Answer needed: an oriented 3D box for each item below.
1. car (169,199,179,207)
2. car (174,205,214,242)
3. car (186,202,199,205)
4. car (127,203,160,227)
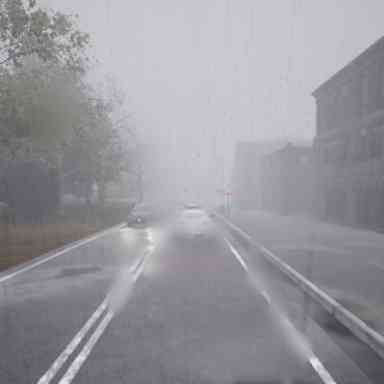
[{"bbox_3d":[-3.455,2.147,65.044,2.033,1.411,5.357,0,-1,0],"label":"car"},{"bbox_3d":[0.089,1.570,16.604,1.812,1.442,4.674,0,0,0],"label":"car"},{"bbox_3d":[0.046,1.748,34.505,1.812,1.442,4.674,0,-1,0],"label":"car"},{"bbox_3d":[-3.373,1.606,23.693,1.837,1.490,4.892,0,-1,0],"label":"car"}]
